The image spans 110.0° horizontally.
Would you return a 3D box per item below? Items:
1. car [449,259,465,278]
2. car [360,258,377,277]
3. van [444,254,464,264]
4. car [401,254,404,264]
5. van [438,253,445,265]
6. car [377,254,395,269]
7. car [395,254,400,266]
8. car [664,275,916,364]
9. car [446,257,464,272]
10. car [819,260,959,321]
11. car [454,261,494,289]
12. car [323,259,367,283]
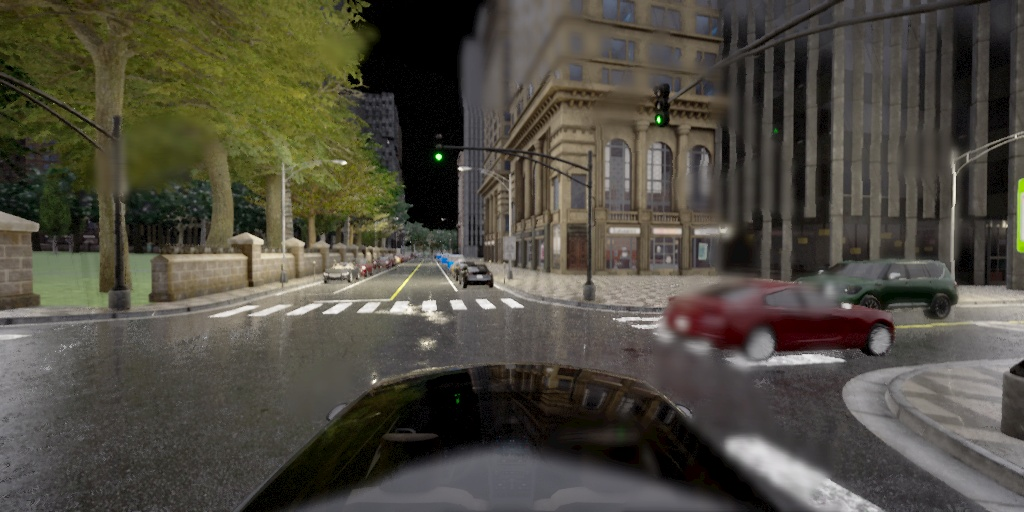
[{"bbox_3d":[-3.424,1.098,26.780,1.948,1.339,4.313,0,0,-13],"label":"car"},{"bbox_3d":[-12.948,0.932,30.180,1.967,1.591,4.097,0,0,-13],"label":"car"},{"bbox_3d":[-5.843,0.781,37.347,1.690,1.789,3.998,0,0,-13],"label":"van"},{"bbox_3d":[-20.169,0.730,61.715,1.751,1.417,4.829,0,0,-13],"label":"car"},{"bbox_3d":[-10.682,0.588,58.482,1.690,1.789,3.998,0,0,-13],"label":"van"},{"bbox_3d":[-16.577,0.791,46.031,1.967,1.591,4.097,0,0,-13],"label":"car"},{"bbox_3d":[-17.787,0.618,51.314,2.192,1.841,5.009,0,0,-13],"label":"car"},{"bbox_3d":[5.964,1.319,8.063,5.008,1.535,1.882,1,0,-13],"label":"car"},{"bbox_3d":[-4.671,1.012,32.230,1.751,1.417,4.829,0,0,-13],"label":"car"},{"bbox_3d":[12.898,1.147,12.824,5.566,2.045,2.150,1,0,-13],"label":"car"},{"bbox_3d":[-2.214,1.143,21.497,1.948,1.339,4.313,0,0,-13],"label":"car"},{"bbox_3d":[-11.738,1.089,24.897,2.007,1.370,4.403,0,0,-13],"label":"car"}]
